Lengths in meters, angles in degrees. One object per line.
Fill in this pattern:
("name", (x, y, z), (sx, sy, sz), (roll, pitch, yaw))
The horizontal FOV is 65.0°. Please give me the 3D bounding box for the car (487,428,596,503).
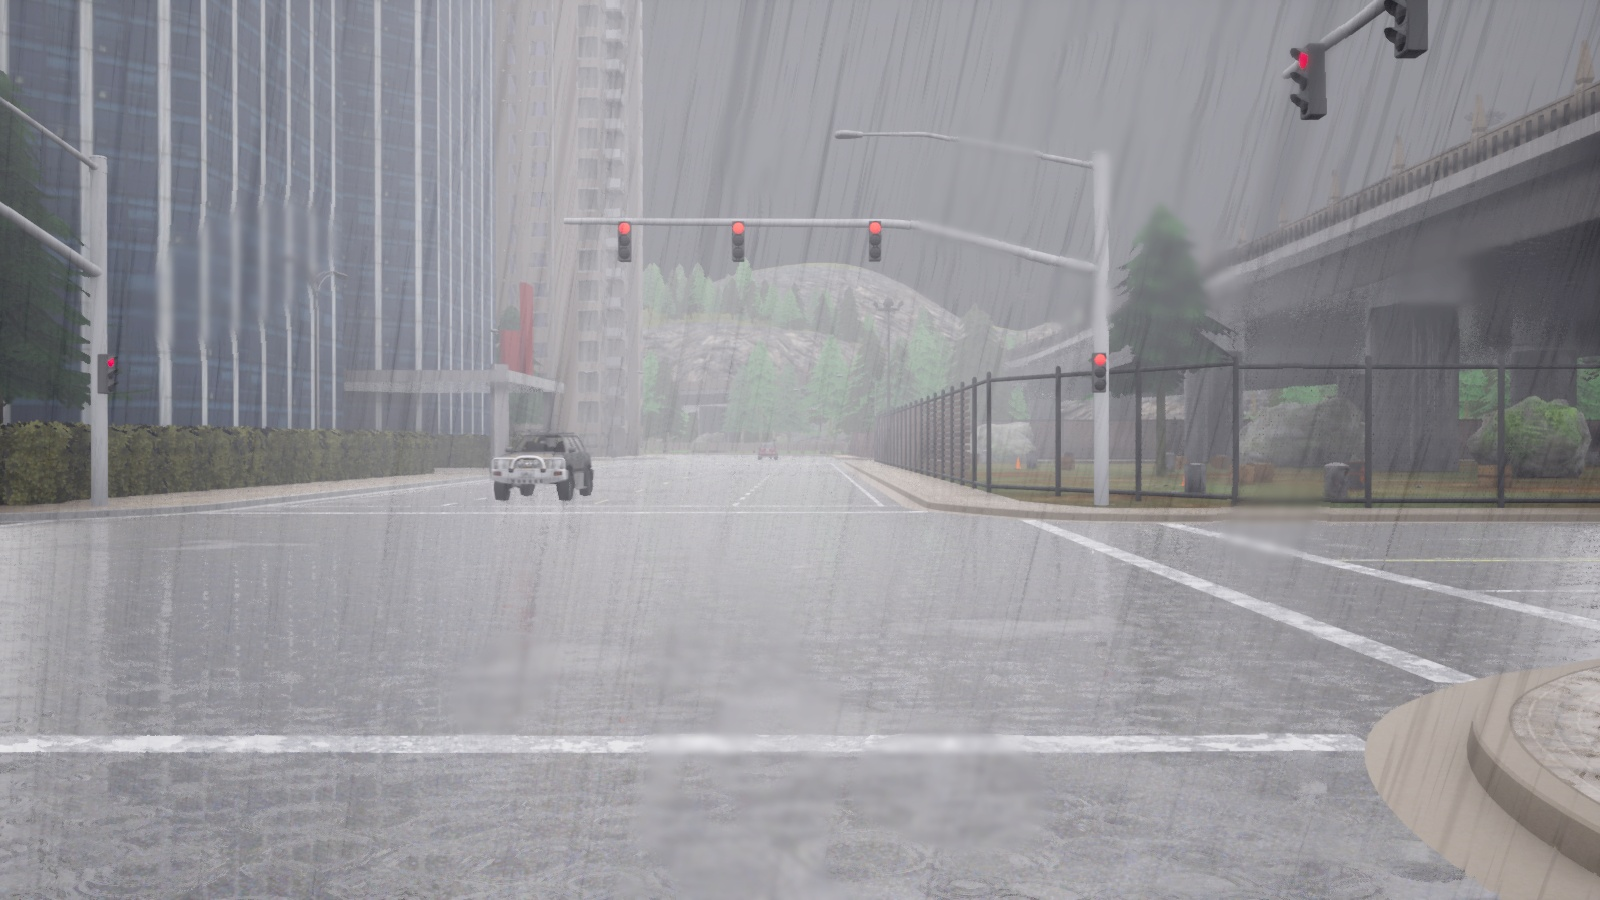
("car", (-6.794, 0.369, 33.454), (1.932, 1.855, 4.605), (0, 0, 0))
